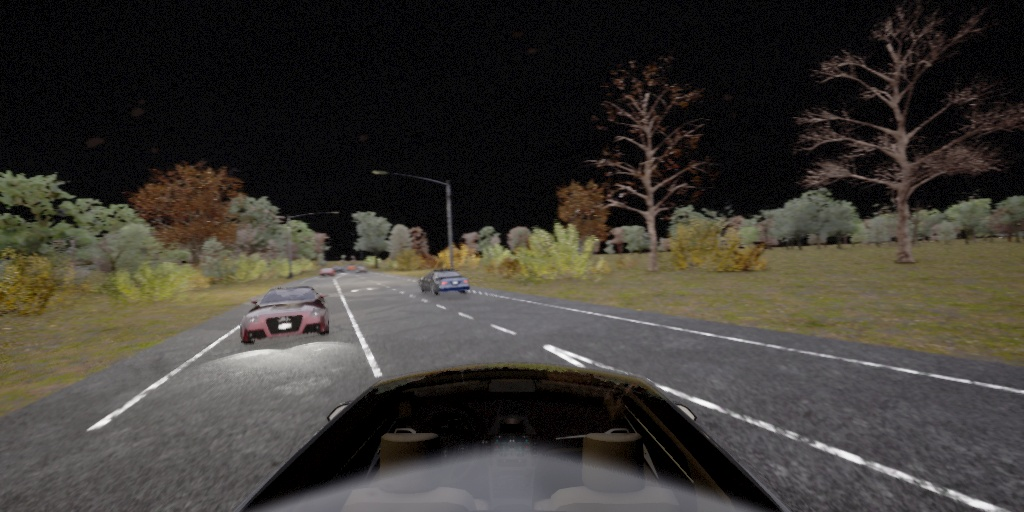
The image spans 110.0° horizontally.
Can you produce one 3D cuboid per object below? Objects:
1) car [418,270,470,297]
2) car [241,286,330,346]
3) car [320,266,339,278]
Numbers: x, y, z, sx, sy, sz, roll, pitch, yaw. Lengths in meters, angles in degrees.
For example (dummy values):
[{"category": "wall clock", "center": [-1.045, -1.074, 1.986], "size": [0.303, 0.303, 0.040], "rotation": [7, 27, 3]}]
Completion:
[{"category": "car", "center": [-4.132, 1.524, 21.229], "size": [2.033, 1.411, 5.357], "rotation": [-2, 0, -27]}, {"category": "car", "center": [-6.666, 1.630, 10.864], "size": [1.994, 1.385, 4.181], "rotation": [-2, 0, -27]}, {"category": "car", "center": [-29.524, 2.647, 57.464], "size": [1.882, 1.535, 5.008], "rotation": [-3, 0, -21]}]
